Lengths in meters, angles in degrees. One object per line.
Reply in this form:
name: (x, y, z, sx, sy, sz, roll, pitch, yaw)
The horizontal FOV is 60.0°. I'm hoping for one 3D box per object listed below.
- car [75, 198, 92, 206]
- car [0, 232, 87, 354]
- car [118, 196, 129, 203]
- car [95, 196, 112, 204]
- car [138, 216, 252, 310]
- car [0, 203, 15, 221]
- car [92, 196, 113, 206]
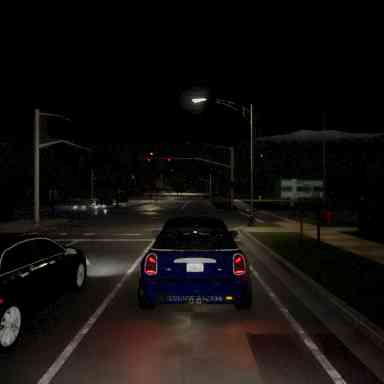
car: (-18.000, 1.601, 55.809, 1.895, 1.301, 4.718, 0, 0, 1)
car: (-3.442, 1.505, 6.092, 1.837, 1.490, 4.892, 0, 0, 0)
car: (-14.231, 1.503, 67.958, 1.837, 1.490, 4.892, 0, 0, 1)
car: (-17.745, 1.492, 67.102, 2.128, 1.511, 4.902, 0, 0, 1)
car: (0.068, 1.352, 7.997, 2.097, 1.767, 4.553, 0, 0, 0)
car: (-14.992, 1.525, 24.603, 1.812, 1.442, 4.674, 0, 0, 1)
car: (-14.509, 1.504, 55.238, 1.837, 1.490, 4.892, 0, 0, 1)
